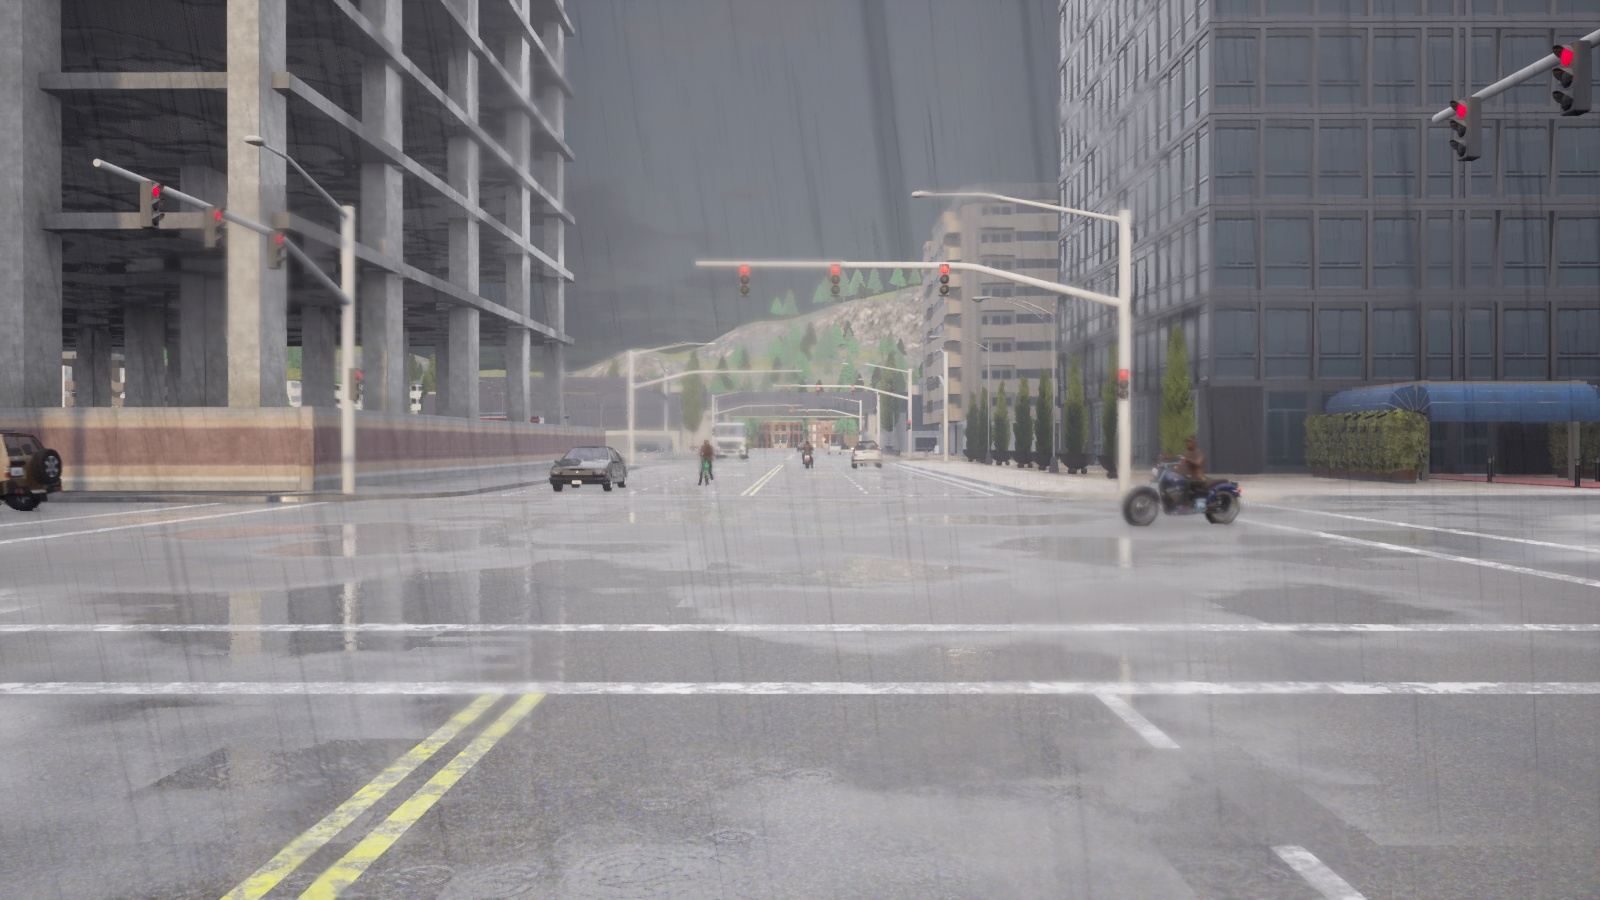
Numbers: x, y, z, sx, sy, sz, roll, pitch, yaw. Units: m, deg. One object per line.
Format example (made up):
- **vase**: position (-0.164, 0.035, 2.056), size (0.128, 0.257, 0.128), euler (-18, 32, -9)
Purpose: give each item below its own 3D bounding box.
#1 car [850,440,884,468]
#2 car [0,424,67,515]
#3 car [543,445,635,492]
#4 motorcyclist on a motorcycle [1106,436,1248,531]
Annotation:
- **car**: position (3.927, 0.229, 74.133), size (1.851, 1.617, 3.988), euler (0, 0, 1)
- **car**: position (-18.386, 0.398, 26.577), size (4.605, 1.855, 1.932), euler (0, 0, 0)
- **car**: position (-6.757, 0.558, 40.770), size (2.033, 1.411, 5.357), euler (0, 0, 0)
- **motorcyclist on a motorcycle**: position (6.735, 0.576, 22.446), size (2.350, 1.649, 0.766), euler (0, 1, -14)
